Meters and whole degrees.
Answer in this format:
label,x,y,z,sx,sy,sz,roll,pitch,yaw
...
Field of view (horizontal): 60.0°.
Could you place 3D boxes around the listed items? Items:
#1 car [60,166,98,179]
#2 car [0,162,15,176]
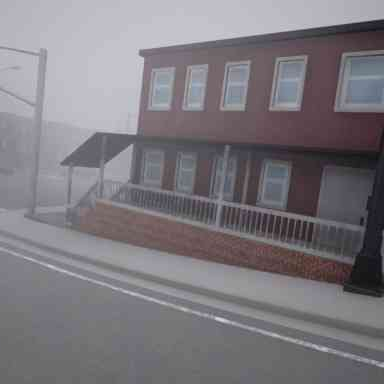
label,x,y,z,sx,sy,sz,roll,pitch,yaw
car,-14.155,-2.513,41.826,1.837,1.490,4.892,10,6,35
car,-20.202,-2.459,33.466,1.994,1.385,4.181,10,6,35
